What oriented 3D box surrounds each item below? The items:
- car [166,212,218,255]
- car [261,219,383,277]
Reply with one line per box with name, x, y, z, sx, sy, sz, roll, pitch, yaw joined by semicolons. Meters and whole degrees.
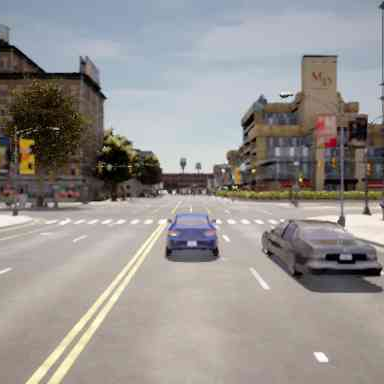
car;-0.004;1.499;12.989;1.812;1.442;4.674;0;0;0
car;3.504;1.526;10.093;2.033;1.411;5.357;0;0;0
